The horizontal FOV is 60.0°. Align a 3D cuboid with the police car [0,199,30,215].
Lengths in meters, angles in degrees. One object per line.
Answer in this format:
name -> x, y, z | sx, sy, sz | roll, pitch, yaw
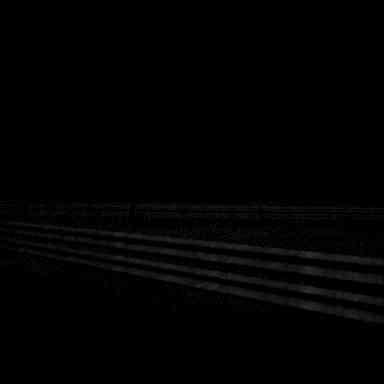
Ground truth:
police car -> -20.063, 1.608, 35.971 | 5.238, 1.638, 1.930 | 0, 0, 18
